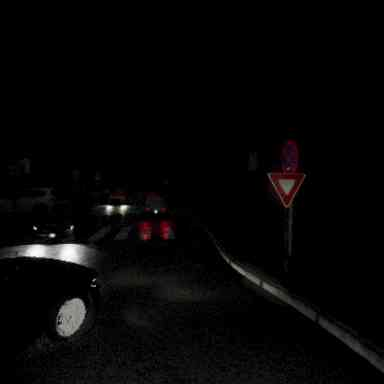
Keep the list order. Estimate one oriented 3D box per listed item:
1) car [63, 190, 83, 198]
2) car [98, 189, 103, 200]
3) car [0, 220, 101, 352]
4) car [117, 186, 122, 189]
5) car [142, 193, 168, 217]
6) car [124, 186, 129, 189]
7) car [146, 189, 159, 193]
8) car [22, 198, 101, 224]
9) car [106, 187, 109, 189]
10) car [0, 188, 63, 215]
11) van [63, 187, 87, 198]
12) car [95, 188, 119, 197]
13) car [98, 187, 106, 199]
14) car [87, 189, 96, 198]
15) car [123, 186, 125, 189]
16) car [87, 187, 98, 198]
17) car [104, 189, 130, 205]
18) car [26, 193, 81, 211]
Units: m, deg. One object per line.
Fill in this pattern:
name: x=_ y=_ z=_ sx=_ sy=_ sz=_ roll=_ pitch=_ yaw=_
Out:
car: x=-12.612 y=0.904 z=28.665 sx=5.366 sy=1.575 sz=1.946 roll=-1 pitch=1 yaw=-27
car: x=-14.617 y=0.656 z=43.484 sx=4.674 sy=1.452 sz=2.002 roll=-1 pitch=1 yaw=-27
car: x=-3.506 y=1.416 z=4.175 sx=1.882 sy=1.535 sz=5.008 roll=2 pitch=2 yaw=38
car: x=-17.137 y=-0.026 z=64.364 sx=5.566 sy=2.045 sz=2.435 roll=-2 pitch=1 yaw=-27
car: x=-2.728 y=1.039 z=24.724 sx=1.812 sy=1.442 sz=4.674 roll=0 pitch=1 yaw=-7
car: x=-20.079 y=-0.170 z=88.173 sx=4.892 sy=1.521 sz=2.231 roll=-1 pitch=1 yaw=-27
car: x=-6.160 y=0.324 z=52.190 sx=2.097 sy=1.767 sz=4.553 roll=0 pitch=1 yaw=-7
car: x=-5.740 y=1.242 z=15.434 sx=2.033 sy=1.411 sz=5.357 roll=0 pitch=1 yaw=-8
car: x=-15.310 y=0.374 z=49.450 sx=4.553 sy=1.767 sz=2.185 roll=-1 pitch=2 yaw=-27
car: x=-12.050 y=0.779 z=22.591 sx=5.566 sy=2.045 sz=2.435 roll=-1 pitch=2 yaw=-27
van: x=-13.624 y=0.570 z=34.478 sx=4.442 sy=1.987 sz=1.878 roll=-1 pitch=2 yaw=-27
car: x=-17.900 y=-0.003 z=70.291 sx=4.553 sy=1.767 sz=2.185 roll=-1 pitch=1 yaw=-27
car: x=-14.949 y=0.432 z=46.471 sx=4.553 sy=1.767 sz=2.185 roll=-1 pitch=2 yaw=-27
car: x=-13.878 y=0.734 z=37.519 sx=5.008 sy=1.535 sz=2.097 roll=-1 pitch=2 yaw=-27
car: x=-18.569 y=0.051 z=76.278 sx=4.792 sy=1.488 sz=2.163 roll=-1 pitch=1 yaw=-27
car: x=-14.285 y=0.550 z=40.491 sx=4.553 sy=1.767 sz=2.185 roll=-1 pitch=1 yaw=-27
car: x=-8.801 y=0.692 z=39.529 sx=1.882 sy=1.535 sz=5.008 roll=0 pitch=1 yaw=-7
car: x=-13.155 y=0.892 z=31.562 sx=4.674 sy=1.452 sz=2.002 roll=-1 pitch=1 yaw=-27
